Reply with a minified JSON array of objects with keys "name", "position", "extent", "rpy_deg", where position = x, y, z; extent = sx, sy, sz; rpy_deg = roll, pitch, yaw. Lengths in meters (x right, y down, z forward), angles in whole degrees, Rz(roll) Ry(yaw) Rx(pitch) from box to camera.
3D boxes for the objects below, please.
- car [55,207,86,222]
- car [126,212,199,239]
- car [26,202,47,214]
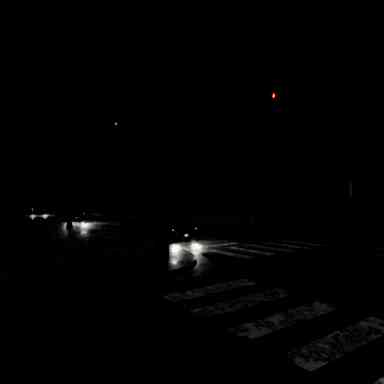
[{"name":"car","position":[-12.162,2.177,33.202],"extent":[1.895,1.301,4.718],"rpy_deg":[0,-1,-35]},{"name":"car","position":[-1.842,1.813,18.686],"extent":[2.033,1.411,5.357],"rpy_deg":[0,-1,-36]},{"name":"car","position":[-22.423,2.290,47.811],"extent":[2.097,1.767,4.553],"rpy_deg":[0,-1,-35]}]
